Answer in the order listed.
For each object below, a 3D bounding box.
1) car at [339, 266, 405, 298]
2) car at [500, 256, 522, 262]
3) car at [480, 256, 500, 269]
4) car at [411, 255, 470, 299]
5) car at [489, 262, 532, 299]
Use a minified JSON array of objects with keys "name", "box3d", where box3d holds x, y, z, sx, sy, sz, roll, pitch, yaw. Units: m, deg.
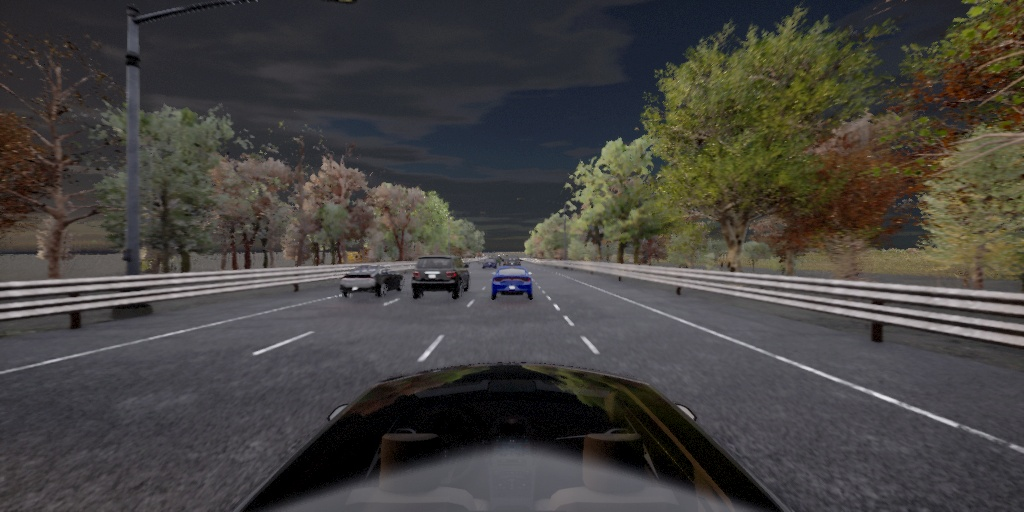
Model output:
[{"name":"car","box3d":[-6.998,1.248,18.429,2.128,1.511,4.902,0,0,0]},{"name":"car","box3d":[0.009,0.990,44.065,2.150,2.045,5.566,0,0,0]},{"name":"car","box3d":[-3.486,1.132,57.994,2.097,1.767,4.553,0,0,0]},{"name":"car","box3d":[-3.498,0.978,18.424,2.150,2.045,5.566,0,0,0]},{"name":"car","box3d":[0.004,1.233,18.325,1.882,1.535,5.008,0,0,0]}]
